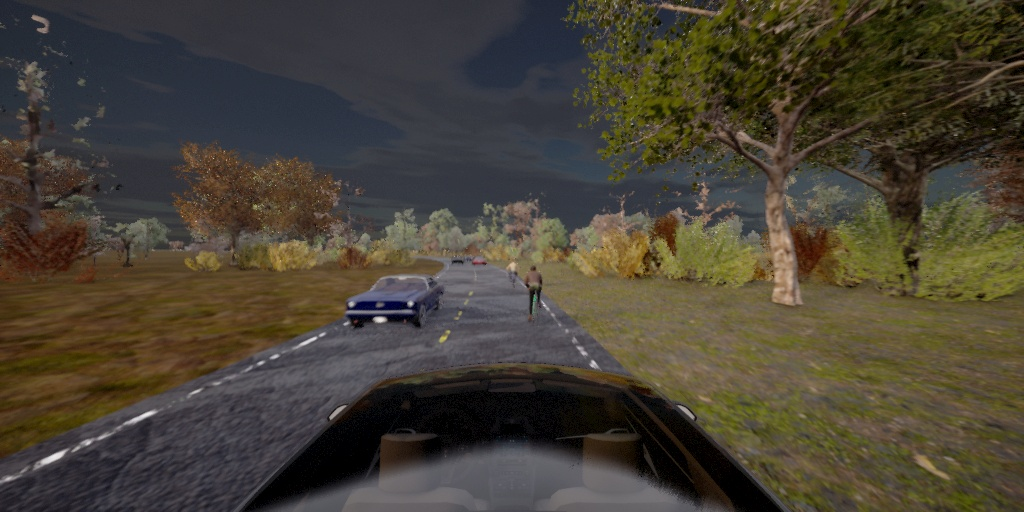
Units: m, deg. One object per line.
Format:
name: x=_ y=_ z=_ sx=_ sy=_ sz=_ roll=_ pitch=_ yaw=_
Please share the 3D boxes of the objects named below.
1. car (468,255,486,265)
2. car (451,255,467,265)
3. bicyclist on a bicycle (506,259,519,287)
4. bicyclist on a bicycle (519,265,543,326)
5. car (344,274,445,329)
car: x=-5.174 y=0.679 z=54.967 sx=1.994 sy=1.385 sz=4.181 roll=0 pitch=1 yaw=-11
car: x=-8.299 y=0.723 z=54.798 sx=1.895 sy=1.301 sz=4.718 roll=0 pitch=1 yaw=-10
bicyclist on a bicycle: x=0.069 y=0.960 z=20.577 sx=0.866 sy=1.612 sz=1.509 roll=0 pitch=1 yaw=-4
bicyclist on a bicycle: x=0.632 y=1.099 z=10.243 sx=0.582 sy=1.620 sz=1.656 roll=-1 pitch=0 yaw=-2
car: x=-3.329 y=1.246 z=11.047 sx=1.895 sy=1.301 sz=4.718 roll=0 pitch=1 yaw=-2
